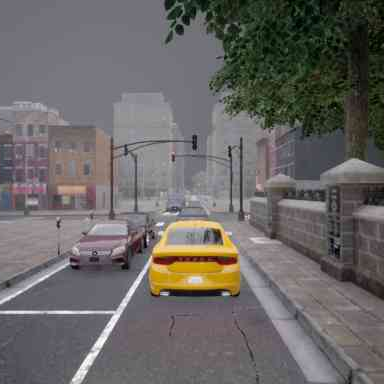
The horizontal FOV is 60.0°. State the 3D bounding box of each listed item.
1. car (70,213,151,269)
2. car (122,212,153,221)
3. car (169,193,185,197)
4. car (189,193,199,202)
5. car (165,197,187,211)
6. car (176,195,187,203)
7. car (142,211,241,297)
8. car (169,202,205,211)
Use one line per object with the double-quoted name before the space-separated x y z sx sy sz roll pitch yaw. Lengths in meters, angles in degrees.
"car" -2.623 1.581 11.045 1.802 1.307 4.206 0 0 0
"car" -2.618 1.565 14.708 1.947 1.339 4.313 0 0 0
"car" -2.217 1.211 51.360 2.150 2.045 5.566 0 0 0
"car" 0.379 1.508 66.917 1.812 1.442 4.674 0 0 0
"car" -1.915 1.555 36.330 1.994 1.385 4.181 0 0 -4
"car" -2.121 1.474 69.617 2.128 1.511 4.902 0 0 0
"car" 0.078 1.477 8.639 1.882 1.535 5.008 0 0 0
"car" 0.030 1.546 19.128 2.033 1.411 5.357 0 0 0
